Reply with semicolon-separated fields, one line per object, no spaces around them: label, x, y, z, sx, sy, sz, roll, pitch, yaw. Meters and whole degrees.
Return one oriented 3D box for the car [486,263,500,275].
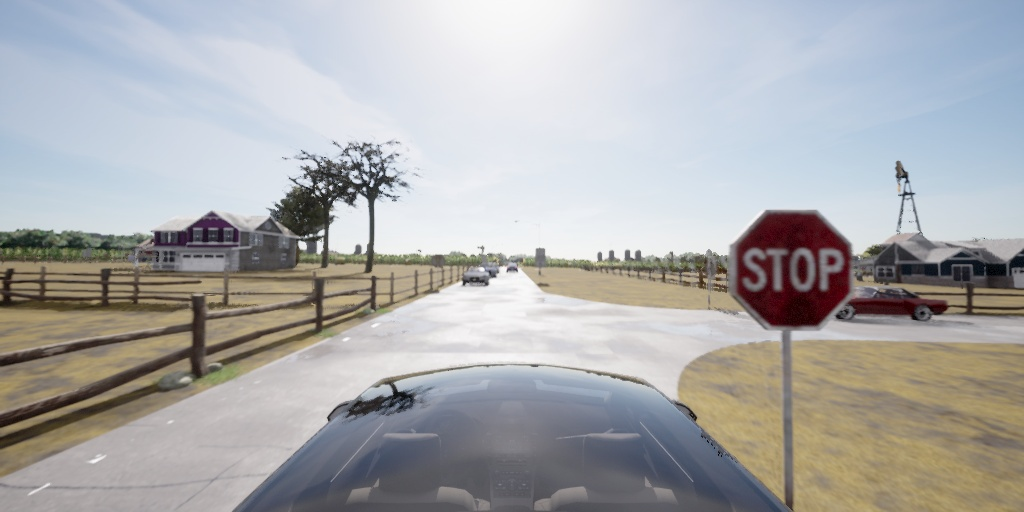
car;-2.781;1.866;52.987;1.837;1.490;4.892;0;0;0

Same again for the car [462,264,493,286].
car;-2.823;1.612;28.915;1.994;1.385;4.181;0;-1;0

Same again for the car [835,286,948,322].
car;14.034;1.833;14.319;4.718;1.301;1.895;1;-2;0

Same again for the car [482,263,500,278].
car;-2.808;1.547;40.550;2.097;1.767;4.553;0;-1;0

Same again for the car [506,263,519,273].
car;0.054;1.967;58.509;1.812;1.442;4.674;0;-1;0
